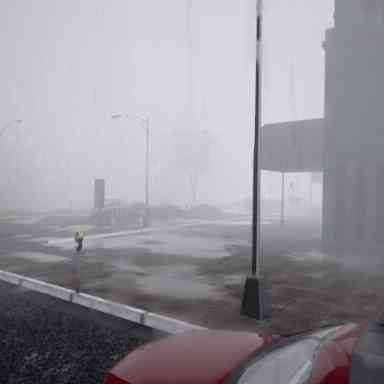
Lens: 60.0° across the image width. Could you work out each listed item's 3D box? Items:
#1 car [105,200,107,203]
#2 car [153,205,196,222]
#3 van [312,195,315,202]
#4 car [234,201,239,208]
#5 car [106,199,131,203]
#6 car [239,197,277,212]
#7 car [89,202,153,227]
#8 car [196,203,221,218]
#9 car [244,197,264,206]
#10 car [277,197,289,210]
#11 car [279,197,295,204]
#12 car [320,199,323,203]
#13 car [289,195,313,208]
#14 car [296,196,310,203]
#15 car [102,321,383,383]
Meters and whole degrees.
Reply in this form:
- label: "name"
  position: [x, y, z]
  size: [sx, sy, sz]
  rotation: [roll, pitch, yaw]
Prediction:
- label: "car"
  position: [-8.301, 1.471, 34.169]
  size: [1.967, 1.590, 4.097]
  rotation: [1, 0, 36]
- label: "car"
  position: [-1.960, 1.729, 28.211]
  size: [1.947, 1.339, 4.313]
  rotation: [1, 0, 36]
- label: "van"
  position: [31.163, 1.697, 87.831]
  size: [1.690, 1.788, 3.998]
  rotation: [1, 0, 36]
- label: "car"
  position: [8.698, 1.742, 52.622]
  size: [2.033, 1.411, 5.357]
  rotation: [1, 0, 37]
- label: "car"
  position: [-5.892, 1.640, 32.853]
  size: [1.994, 1.385, 4.181]
  rotation: [1, 0, 36]
- label: "car"
  position: [8.473, 1.562, 42.528]
  size: [2.192, 1.841, 5.009]
  rotation: [1, 0, 36]
- label: "car"
  position: [-5.199, 1.689, 23.788]
  size: [2.008, 1.369, 4.403]
  rotation: [1, 0, 36]
- label: "car"
  position: [1.277, 1.771, 32.632]
  size: [1.802, 1.307, 4.206]
  rotation: [1, 0, 36]
- label: "car"
  position: [11.380, 1.717, 60.825]
  size: [1.752, 1.417, 4.829]
  rotation: [1, 0, 36]
- label: "car"
  position: [11.726, 1.713, 47.026]
  size: [1.967, 1.590, 4.097]
  rotation: [1, 0, 36]
- label: "car"
  position: [21.321, 1.840, 74.396]
  size: [1.947, 1.339, 4.313]
  rotation: [1, 0, 36]
- label: "car"
  position: [28.183, 1.933, 69.584]
  size: [1.752, 1.417, 4.829]
  rotation: [1, 0, 36]
- label: "car"
  position: [18.243, 1.766, 56.012]
  size: [1.967, 1.590, 4.097]
  rotation: [1, 0, 36]
- label: "car"
  position: [27.781, 1.853, 83.216]
  size: [1.752, 1.417, 4.829]
  rotation: [1, 0, 36]
- label: "car"
  position: [1.124, 1.582, 2.059]
  size: [4.206, 1.307, 1.802]
  rotation: [0, 1, 35]
